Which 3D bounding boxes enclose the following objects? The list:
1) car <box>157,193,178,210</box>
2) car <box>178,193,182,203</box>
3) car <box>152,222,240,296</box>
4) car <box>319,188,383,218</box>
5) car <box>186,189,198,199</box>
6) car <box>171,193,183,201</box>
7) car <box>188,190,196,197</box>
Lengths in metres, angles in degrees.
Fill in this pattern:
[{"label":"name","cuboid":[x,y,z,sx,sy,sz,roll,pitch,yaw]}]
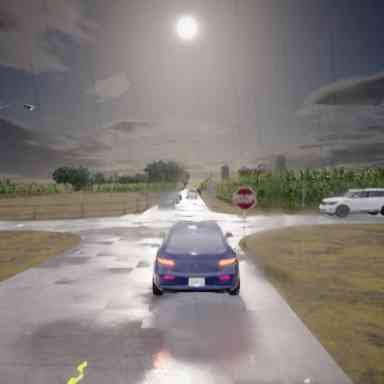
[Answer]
[{"label":"car","cuboid":[-2.799,1.148,37.233,1.837,1.490,4.892,0,1,-2]},{"label":"car","cuboid":[-2.849,0.960,48.749,1.882,1.535,5.008,0,1,0]},{"label":"car","cuboid":[0.090,1.471,8.395,1.812,1.442,4.674,0,0,0]},{"label":"car","cuboid":[12.453,0.775,24.732,5.566,2.045,2.150,-1,0,0]},{"label":"car","cuboid":[-0.015,0.372,69.120,2.150,2.045,5.566,0,1,0]},{"label":"car","cuboid":[-2.806,0.867,62.497,1.895,1.301,4.718,0,1,1]},{"label":"car","cuboid":[-0.017,0.310,79.510,1.812,1.442,4.674,0,1,0]}]
